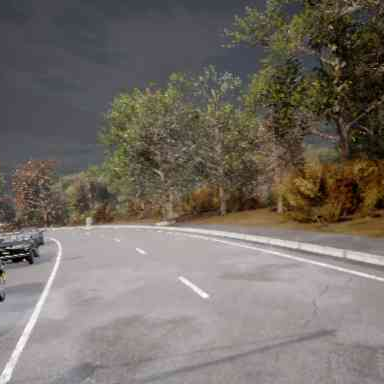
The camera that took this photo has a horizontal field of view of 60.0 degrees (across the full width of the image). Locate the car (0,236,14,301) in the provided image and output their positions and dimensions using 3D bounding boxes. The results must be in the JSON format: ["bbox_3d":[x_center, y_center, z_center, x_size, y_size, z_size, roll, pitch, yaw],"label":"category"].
[{"bbox_3d":[-5.422,2.088,7.041,1.882,1.535,5.008,-6,-1,-18],"label":"car"}]

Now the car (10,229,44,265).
[{"bbox_3d":[-8.455,2.743,15.865,1.895,1.301,4.718,-6,-2,-21],"label":"car"}]

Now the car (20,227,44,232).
[{"bbox_3d":[-12.981,3.574,26.690,2.128,1.511,4.902,-6,-2,-26],"label":"car"}]
